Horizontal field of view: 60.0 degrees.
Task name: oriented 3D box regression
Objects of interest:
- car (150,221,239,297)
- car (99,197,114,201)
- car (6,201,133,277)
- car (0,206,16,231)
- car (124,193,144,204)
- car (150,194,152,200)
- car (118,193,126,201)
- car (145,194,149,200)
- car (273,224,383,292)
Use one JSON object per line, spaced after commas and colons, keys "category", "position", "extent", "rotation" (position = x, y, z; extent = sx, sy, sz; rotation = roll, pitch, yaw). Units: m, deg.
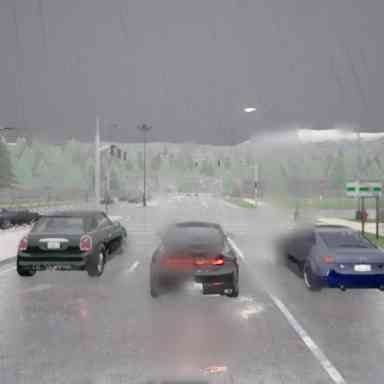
{"category": "car", "position": [0.063, 1.497, 8.514], "extent": [1.837, 1.490, 4.892], "rotation": [0, 0, 0]}
{"category": "car", "position": [-14.499, 1.549, 55.824], "extent": [1.895, 1.301, 4.718], "rotation": [0, 0, 1]}
{"category": "car", "position": [-3.426, 1.342, 10.398], "extent": [2.097, 1.767, 4.553], "rotation": [0, 0, 0]}
{"category": "car", "position": [-11.460, 1.584, 20.578], "extent": [1.895, 1.301, 4.718], "rotation": [0, 0, 1]}
{"category": "car", "position": [-10.879, 1.439, 62.175], "extent": [1.837, 1.490, 4.892], "rotation": [0, -1, 1]}
{"category": "car", "position": [-10.559, 1.184, 78.800], "extent": [2.128, 1.511, 4.902], "rotation": [0, 0, 1]}
{"category": "car", "position": [-14.183, 1.158, 71.024], "extent": [2.150, 2.045, 5.566], "rotation": [0, 0, 1]}
{"category": "car", "position": [-10.737, 1.453, 67.208], "extent": [2.128, 1.511, 4.902], "rotation": [0, 2, 1]}
{"category": "car", "position": [3.571, 1.555, 8.965], "extent": [1.994, 1.385, 4.181], "rotation": [0, 0, 0]}
